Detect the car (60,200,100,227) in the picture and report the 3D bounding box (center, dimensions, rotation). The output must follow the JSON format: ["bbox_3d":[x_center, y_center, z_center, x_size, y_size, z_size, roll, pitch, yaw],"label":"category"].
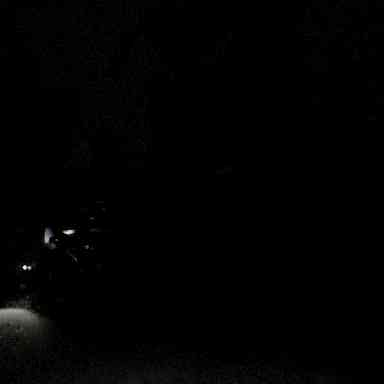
[{"bbox_3d":[-7.681,1.547,22.680,2.033,1.411,5.357,0,0,-20],"label":"car"}]

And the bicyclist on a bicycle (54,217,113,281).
[{"bbox_3d":[-2.840,1.455,8.438,1.656,1.620,0.582,0,1,-9],"label":"bicyclist on a bicycle"}]

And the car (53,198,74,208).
[{"bbox_3d":[-17.292,1.491,45.150,2.128,1.511,4.902,0,0,-42],"label":"car"}]

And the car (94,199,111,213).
[{"bbox_3d":[-10.241,1.526,36.038,1.812,1.442,4.674,0,0,-32],"label":"car"}]

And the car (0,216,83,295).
[{"bbox_3d":[-4.331,1.562,8.533,1.994,1.385,4.181,0,0,-7],"label":"car"}]
